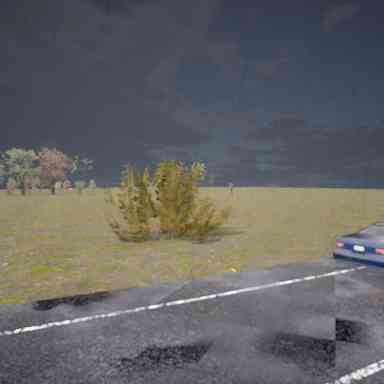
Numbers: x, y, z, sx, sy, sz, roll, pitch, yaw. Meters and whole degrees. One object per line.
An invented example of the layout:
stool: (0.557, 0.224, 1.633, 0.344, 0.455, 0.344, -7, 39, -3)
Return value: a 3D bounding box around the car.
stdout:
car: (6.675, 1.560, 10.139, 5.357, 1.411, 2.033, 0, 0, -29)
